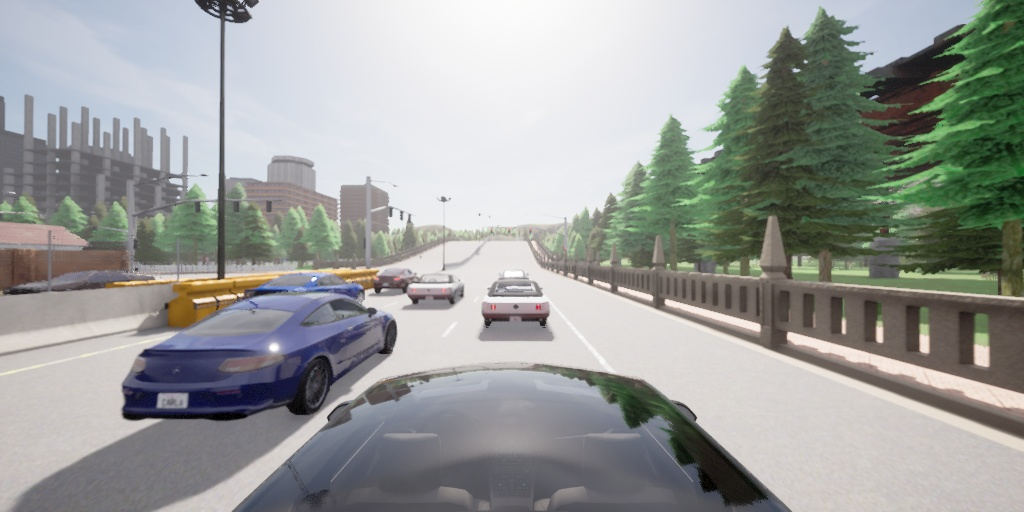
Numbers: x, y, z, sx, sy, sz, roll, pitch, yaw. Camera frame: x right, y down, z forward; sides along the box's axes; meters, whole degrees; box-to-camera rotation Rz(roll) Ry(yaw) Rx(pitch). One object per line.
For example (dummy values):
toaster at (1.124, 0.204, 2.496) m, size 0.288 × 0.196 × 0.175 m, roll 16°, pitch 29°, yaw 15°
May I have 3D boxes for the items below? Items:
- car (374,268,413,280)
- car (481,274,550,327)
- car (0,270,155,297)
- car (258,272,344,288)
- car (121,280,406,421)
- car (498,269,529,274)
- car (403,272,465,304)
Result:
car at (-6.896, 1.430, 21.862) m, size 1.812 × 1.442 × 4.674 m, roll 0°, pitch 0°, yaw 0°
car at (0.103, 1.429, 11.883) m, size 1.895 × 1.301 × 4.718 m, roll 0°, pitch 0°, yaw 0°
car at (-21.052, 1.422, 17.956) m, size 2.033 × 1.411 × 5.357 m, roll 0°, pitch 0°, yaw 1°
car at (-6.898, 1.310, 12.512) m, size 1.882 × 1.535 × 5.008 m, roll 0°, pitch -1°, yaw 0°
car at (-3.398, 1.308, 5.894) m, size 1.812 × 1.442 × 4.674 m, roll 0°, pitch -1°, yaw 0°
car at (0.104, 1.463, 21.221) m, size 1.994 × 1.385 × 4.181 m, roll 0°, pitch 0°, yaw 0°
car at (-3.397, 1.468, 16.981) m, size 1.895 × 1.301 × 4.718 m, roll 0°, pitch 0°, yaw 0°
